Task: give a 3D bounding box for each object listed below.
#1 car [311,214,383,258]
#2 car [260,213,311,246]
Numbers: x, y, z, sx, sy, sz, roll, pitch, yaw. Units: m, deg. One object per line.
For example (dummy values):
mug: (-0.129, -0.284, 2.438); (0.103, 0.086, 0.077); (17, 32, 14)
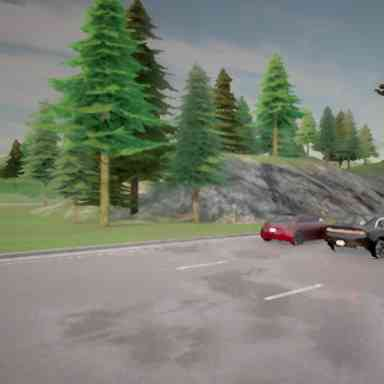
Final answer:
car: (7.329, 1.642, 13.371); (4.902, 1.511, 2.128); (1, 0, -35)
car: (5.293, 1.714, 16.214); (4.181, 1.385, 1.994); (1, 0, -35)
